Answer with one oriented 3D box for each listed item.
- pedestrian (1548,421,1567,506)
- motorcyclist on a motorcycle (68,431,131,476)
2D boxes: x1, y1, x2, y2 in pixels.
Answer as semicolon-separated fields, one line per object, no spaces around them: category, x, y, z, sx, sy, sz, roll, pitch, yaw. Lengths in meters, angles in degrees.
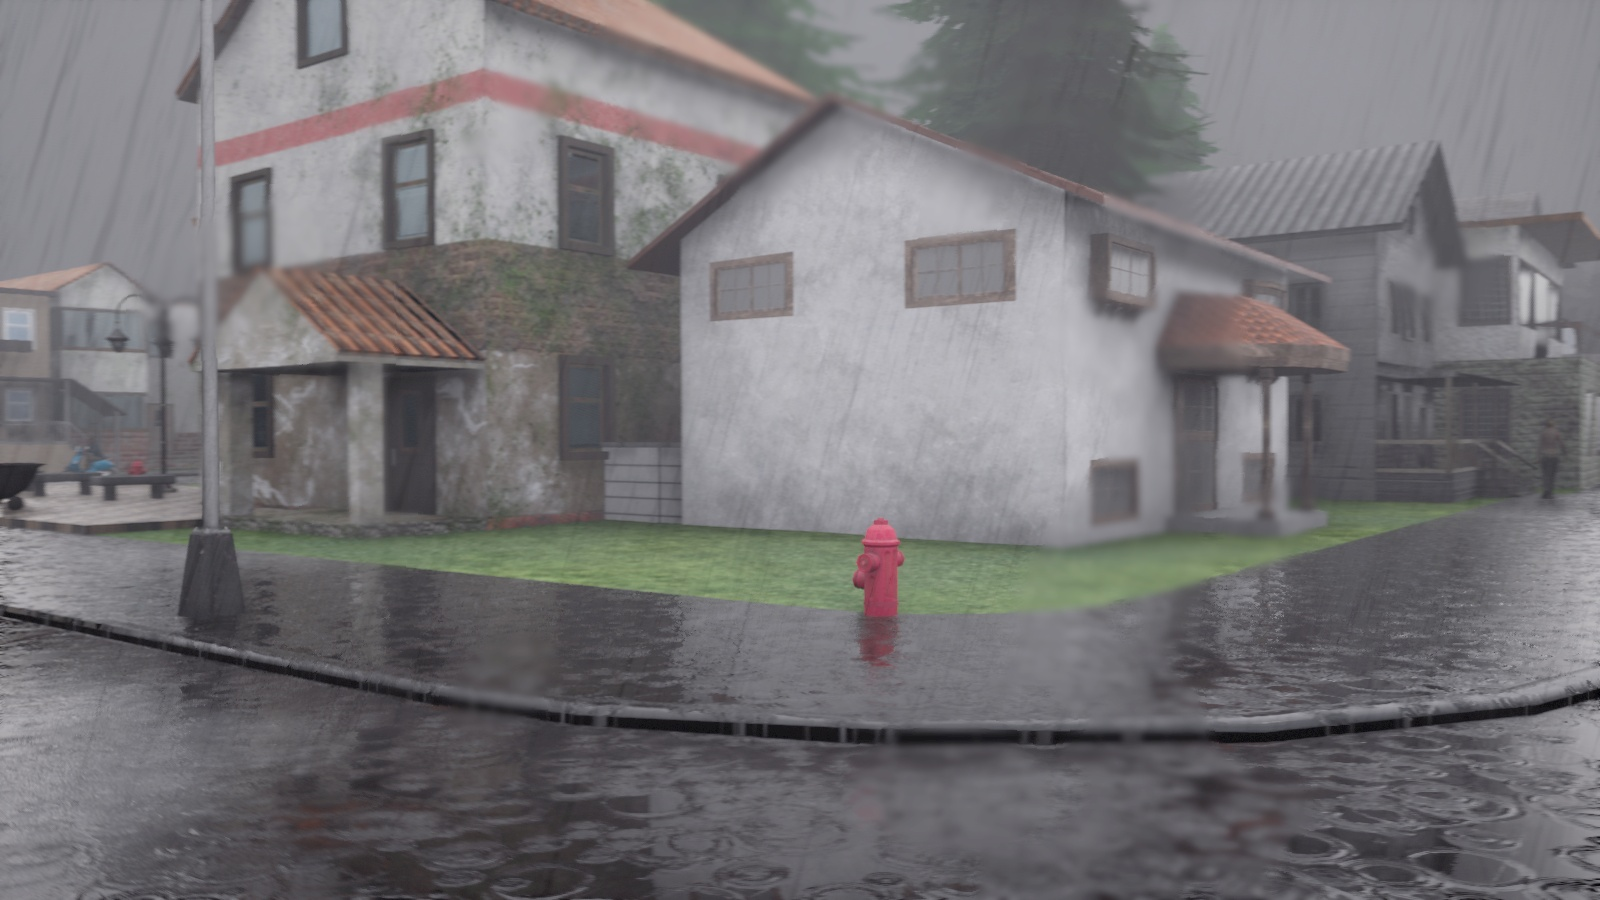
pedestrian;16.714;0.284;27.692;0.331;1.846;0.634;1;1;32
motorcyclist on a motorcycle;-25.270;0.109;45.320;0.866;1.590;1.817;1;1;37
